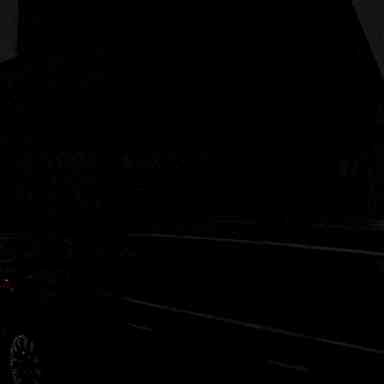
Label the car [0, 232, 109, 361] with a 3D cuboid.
[{"bbox_3d":[-4.191,1.526,6.523,4.892,1.521,2.231,0,0,35],"label":"car"}]
